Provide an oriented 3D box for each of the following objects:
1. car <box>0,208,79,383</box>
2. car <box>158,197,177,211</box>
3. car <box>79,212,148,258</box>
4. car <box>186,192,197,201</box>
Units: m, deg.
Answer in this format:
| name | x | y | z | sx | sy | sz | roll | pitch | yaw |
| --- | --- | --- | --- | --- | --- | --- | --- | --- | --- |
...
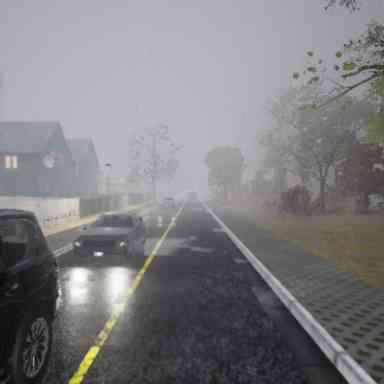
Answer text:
| name | x | y | z | sx | sy | sz | roll | pitch | yaw |
| --- | --- | --- | --- | --- | --- | --- | --- | --- | --- |
| car | -2.849 | 1.213 | 2.319 | 2.150 | 2.045 | 5.566 | 0 | 0 | 0 |
| car | -2.755 | 1.298 | 39.248 | 1.812 | 1.442 | 4.674 | 0 | 0 | 0 |
| car | -2.844 | 1.499 | 12.807 | 2.033 | 1.411 | 5.357 | 0 | 0 | 0 |
| car | -0.010 | 0.955 | 71.887 | 2.150 | 2.045 | 5.566 | 0 | 0 | 0 |
